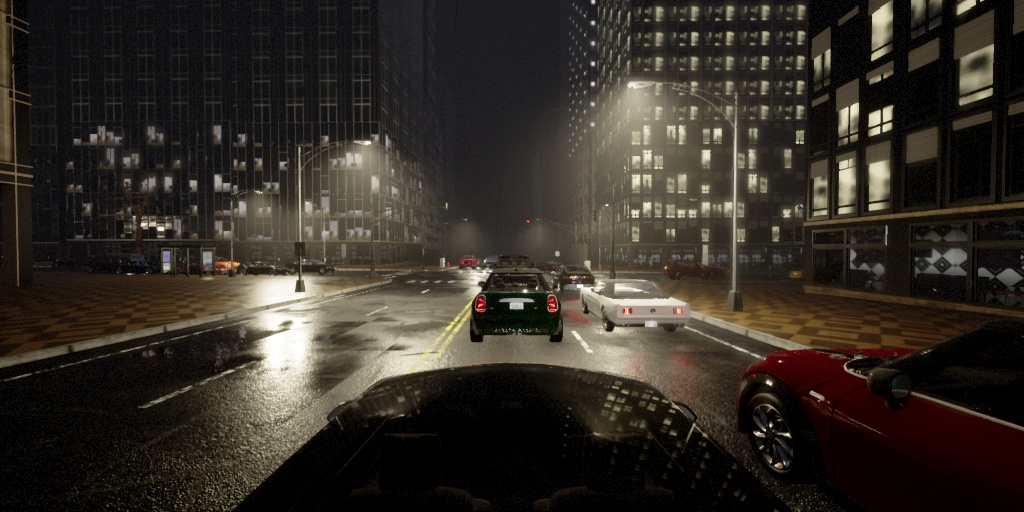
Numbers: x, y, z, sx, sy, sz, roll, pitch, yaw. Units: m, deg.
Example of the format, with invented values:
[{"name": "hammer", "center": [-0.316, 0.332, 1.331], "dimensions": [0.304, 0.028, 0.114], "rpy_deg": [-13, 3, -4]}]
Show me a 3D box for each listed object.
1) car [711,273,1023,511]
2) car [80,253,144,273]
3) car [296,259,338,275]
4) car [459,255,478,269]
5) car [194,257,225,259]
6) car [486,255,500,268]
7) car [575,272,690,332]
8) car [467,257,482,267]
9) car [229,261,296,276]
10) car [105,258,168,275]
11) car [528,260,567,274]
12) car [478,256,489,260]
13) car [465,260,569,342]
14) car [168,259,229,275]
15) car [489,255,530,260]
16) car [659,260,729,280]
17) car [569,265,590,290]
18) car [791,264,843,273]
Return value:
[{"name": "car", "center": [3.350, 1.102, 1.821], "dimensions": [2.097, 1.767, 4.553], "rpy_deg": [0, 0, 0]}, {"name": "car", "center": [-39.417, 0.764, 35.817], "dimensions": [4.553, 1.767, 2.097], "rpy_deg": [1, 1, 1]}, {"name": "car", "center": [-19.804, 1.081, 35.411], "dimensions": [4.902, 1.511, 2.128], "rpy_deg": [1, 1, 1]}, {"name": "car", "center": [-6.590, 0.935, 53.972], "dimensions": [2.150, 2.045, 5.566], "rpy_deg": [0, 0, 0]}, {"name": "car", "center": [-29.422, 0.855, 35.607], "dimensions": [4.553, 1.767, 2.097], "rpy_deg": [1, 1, 1]}, {"name": "car", "center": [-3.314, 0.925, 62.602], "dimensions": [2.150, 2.045, 5.566], "rpy_deg": [0, 0, 0]}, {"name": "car", "center": [3.352, 1.347, 10.839], "dimensions": [1.895, 1.301, 4.718], "rpy_deg": [0, 0, 0]}, {"name": "car", "center": [-6.552, 1.054, 63.570], "dimensions": [2.097, 1.767, 4.553], "rpy_deg": [0, 0, 0]}, {"name": "car", "center": [-22.726, 1.173, 32.763], "dimensions": [4.313, 1.339, 1.948], "rpy_deg": [0, 0, 1]}, {"name": "car", "center": [-34.091, 1.069, 33.071], "dimensions": [4.313, 1.339, 1.948], "rpy_deg": [0, 0, 1]}, {"name": "car", "center": [4.072, 1.251, 42.416], "dimensions": [2.033, 1.411, 5.357], "rpy_deg": [0, 0, -28]}, {"name": "car", "center": [-3.336, 1.206, 52.439], "dimensions": [2.128, 1.511, 4.902], "rpy_deg": [0, 0, 0]}, {"name": "car", "center": [0.101, 1.099, 9.888], "dimensions": [2.097, 1.767, 4.553], "rpy_deg": [0, 0, 0]}, {"name": "car", "center": [-28.410, 1.138, 32.897], "dimensions": [4.207, 1.307, 1.802], "rpy_deg": [0, 0, 1]}, {"name": "car", "center": [0.103, 0.963, 19.600], "dimensions": [2.150, 2.045, 5.566], "rpy_deg": [0, 0, 0]}, {"name": "car", "center": [16.198, 1.268, 32.230], "dimensions": [5.009, 1.841, 2.192], "rpy_deg": [0, 0, 1]}, {"name": "car", "center": [3.353, 1.245, 20.097], "dimensions": [1.837, 1.490, 4.892], "rpy_deg": [0, 0, 0]}, {"name": "car", "center": [27.647, 1.578, 32.031], "dimensions": [4.829, 1.417, 1.751], "rpy_deg": [0, 0, 1]}]
